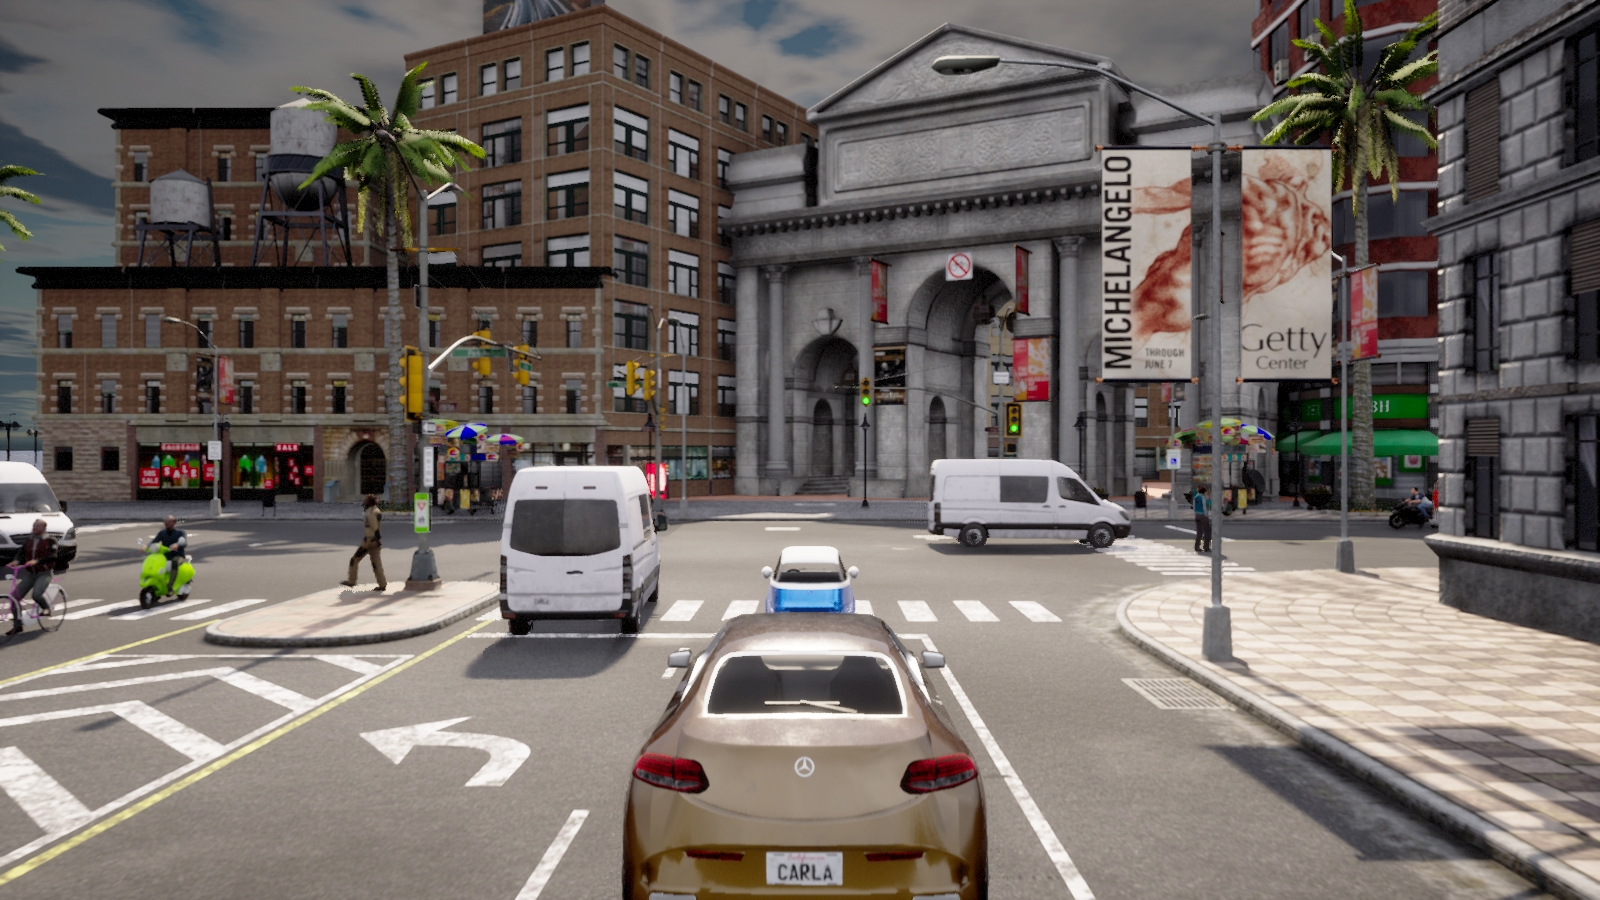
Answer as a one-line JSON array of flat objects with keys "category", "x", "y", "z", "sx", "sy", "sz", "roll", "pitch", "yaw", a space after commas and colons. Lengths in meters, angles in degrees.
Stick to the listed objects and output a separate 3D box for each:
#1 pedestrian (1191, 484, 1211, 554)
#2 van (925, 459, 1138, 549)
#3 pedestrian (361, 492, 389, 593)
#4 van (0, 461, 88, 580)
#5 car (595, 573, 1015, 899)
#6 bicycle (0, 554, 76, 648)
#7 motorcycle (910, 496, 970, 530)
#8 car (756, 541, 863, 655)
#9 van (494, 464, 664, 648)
[{"category": "pedestrian", "x": 10.928, "y": 1.873, "z": 31.122, "sx": 0.375, "sy": 1.860, "sz": 0.375, "roll": 0, "pitch": 0, "yaw": -13}, {"category": "van", "x": 6.762, "y": 1.561, "z": 33.828, "sx": 5.915, "sy": 2.561, "sz": 1.988, "roll": 0, "pitch": 0, "yaw": 1}, {"category": "pedestrian", "x": -7.925, "y": 1.720, "z": 21.302, "sx": 0.375, "sy": 1.860, "sz": 0.375, "roll": 0, "pitch": 0, "yaw": 2}, {"category": "van", "x": -19.375, "y": 1.555, "z": 27.171, "sx": 5.915, "sy": 2.561, "sz": 1.988, "roll": 0, "pitch": 0, "yaw": 35}, {"category": "car", "x": 0.047, "y": 1.999, "z": 8.360, "sx": 2.152, "sy": 1.651, "sz": 5.027, "roll": 0, "pitch": 0, "yaw": 1}, {"category": "bicycle", "x": -11.540, "y": 2.224, "z": 17.065, "sx": 0.329, "sy": 1.171, "sz": 1.835, "roll": 0, "pitch": 0, "yaw": -1}, {"category": "motorcycle", "x": 4.980, "y": 2.244, "z": 40.665, "sx": 2.033, "sy": 1.145, "sz": 0.803, "roll": 0, "pitch": 0, "yaw": 1}, {"category": "car", "x": 0.151, "y": 2.133, "z": 16.871, "sx": 1.481, "sy": 1.376, "sz": 2.207, "roll": 0, "pitch": 0, "yaw": 1}, {"category": "van", "x": -3.524, "y": 1.550, "z": 19.356, "sx": 1.988, "sy": 2.561, "sz": 5.915, "roll": 0, "pitch": 0, "yaw": -3}]
